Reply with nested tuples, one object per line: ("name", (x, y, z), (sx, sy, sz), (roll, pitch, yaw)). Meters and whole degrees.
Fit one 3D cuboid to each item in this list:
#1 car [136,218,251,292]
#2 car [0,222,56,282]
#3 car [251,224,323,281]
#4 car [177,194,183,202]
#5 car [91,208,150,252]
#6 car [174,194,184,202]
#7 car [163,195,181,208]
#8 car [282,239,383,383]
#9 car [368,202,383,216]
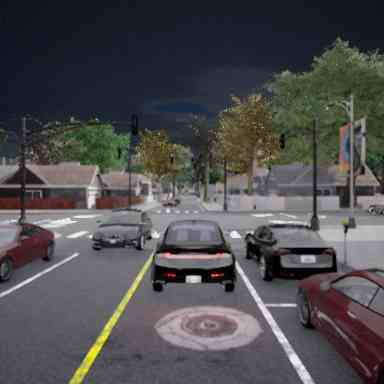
("car", (0.052, 1.483, 8.898), (2.128, 1.511, 4.902), (0, 0, 1))
("car", (-5.389, 1.573, 9.623), (1.802, 1.307, 4.206), (0, 0, 0))
("car", (2.637, 1.557, 9.624), (1.947, 1.339, 4.313), (0, 0, 0))
("car", (-3.106, 1.585, 63.459), (1.895, 1.301, 4.718), (0, 0, 0))
("car", (-2.752, 1.493, 13.996), (1.837, 1.490, 4.892), (0, 0, 0))
("car", (-3.105, 1.335, 78.536), (2.097, 1.767, 4.553), (0, 0, 0))
("car", (-3.109, 1.544, 48.395), (1.994, 1.385, 4.181), (0, 0, 0))
("car", (2.637, 1.578, 4.106), (1.802, 1.307, 4.206), (0, 0, 0))
("car", (18.147, 1.349, 29.343), (4.902, 1.511, 2.128), (0, 0, 0))
